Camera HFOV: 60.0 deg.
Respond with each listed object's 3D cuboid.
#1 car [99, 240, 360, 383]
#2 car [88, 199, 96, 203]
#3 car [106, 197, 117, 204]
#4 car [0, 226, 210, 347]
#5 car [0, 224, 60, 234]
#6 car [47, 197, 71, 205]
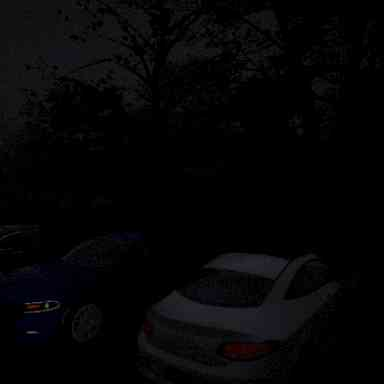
[{"bbox_3d":[1.190,1.541,4.966,2.002,1.452,4.674,-1,0,36],"label":"car"},{"bbox_3d":[-24.350,2.203,76.913,5.008,1.535,1.882,-3,-2,35],"label":"car"},{"bbox_3d":[-15.301,1.711,64.112,1.882,1.535,5.008,-3,0,1],"label":"car"},{"bbox_3d":[-1.368,1.537,6.802,2.097,1.535,5.008,-1,0,36],"label":"car"},{"bbox_3d":[-4.039,1.576,8.695,2.231,1.521,4.892,-1,0,36],"label":"car"},{"bbox_3d":[-22.063,1.656,56.097,2.097,1.767,4.553,-4,-1,35],"label":"car"}]
